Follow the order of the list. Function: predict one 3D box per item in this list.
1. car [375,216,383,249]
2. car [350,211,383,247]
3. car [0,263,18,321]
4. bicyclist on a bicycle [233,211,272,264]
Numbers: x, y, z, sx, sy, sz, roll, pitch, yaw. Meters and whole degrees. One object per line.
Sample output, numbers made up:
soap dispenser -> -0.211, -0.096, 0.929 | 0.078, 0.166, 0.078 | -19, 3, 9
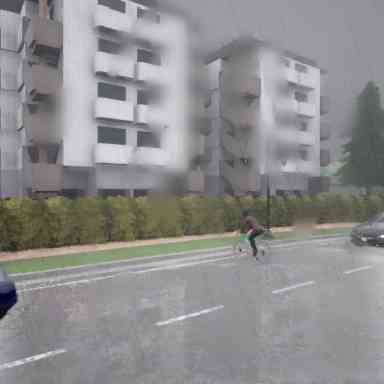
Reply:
car -> 7.337, 1.478, 8.960 | 5.008, 1.535, 1.882 | 0, 0, -32
car -> 8.604, 1.502, 13.721 | 4.892, 1.490, 1.837 | -1, 1, -29
car -> -5.125, 1.601, 4.511 | 4.718, 1.301, 1.895 | 0, 0, -36
bicyclist on a bicycle -> 1.896, 1.455, 10.700 | 0.582, 1.620, 1.656 | 0, -2, -37
